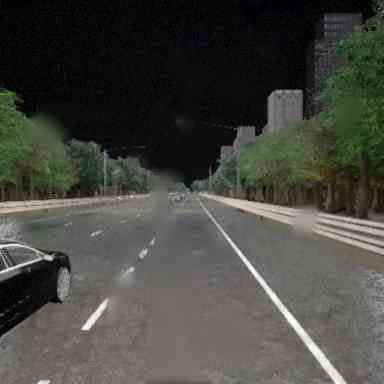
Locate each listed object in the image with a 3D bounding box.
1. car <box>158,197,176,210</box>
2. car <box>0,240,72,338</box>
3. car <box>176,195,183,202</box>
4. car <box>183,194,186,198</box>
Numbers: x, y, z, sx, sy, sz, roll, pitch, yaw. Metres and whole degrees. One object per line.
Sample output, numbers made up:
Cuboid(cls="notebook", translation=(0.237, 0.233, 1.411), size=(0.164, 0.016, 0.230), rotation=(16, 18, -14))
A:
Cuboid(cls="car", translation=(-3.494, 1.554, 44.405), size=(1.837, 1.490, 4.892), rotation=(0, 0, 0))
Cuboid(cls="car", translation=(-3.501, 1.494, 5.269), size=(2.128, 1.511, 4.902), rotation=(0, 0, 0))
Cuboid(cls="car", translation=(-3.490, 1.646, 74.074), size=(1.895, 1.301, 4.718), rotation=(0, 0, 0))
Cuboid(cls="car", translation=(-3.488, 1.542, 93.899), size=(1.837, 1.490, 4.892), rotation=(0, 0, 0))
